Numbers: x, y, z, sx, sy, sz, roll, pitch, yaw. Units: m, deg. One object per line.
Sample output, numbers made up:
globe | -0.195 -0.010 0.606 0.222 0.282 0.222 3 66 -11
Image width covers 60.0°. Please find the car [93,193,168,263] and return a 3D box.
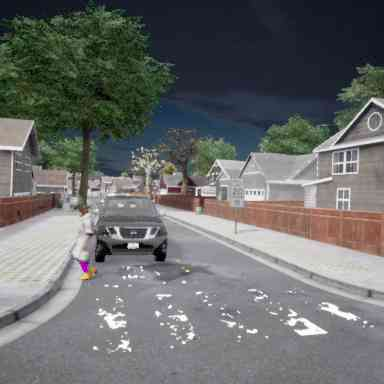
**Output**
car | -2.297 1.157 12.047 2.150 2.045 5.566 2 0 -14

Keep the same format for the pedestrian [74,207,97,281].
pedestrian | -2.575 1.194 8.080 0.375 1.860 0.375 1 1 -14

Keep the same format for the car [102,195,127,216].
car | -7.488 1.224 31.815 2.097 1.767 4.553 2 0 -16

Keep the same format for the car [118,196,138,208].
car | -9.255 1.367 47.785 2.128 1.511 4.902 2 0 -18

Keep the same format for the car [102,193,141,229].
car | -4.833 1.133 22.096 2.150 2.045 5.566 2 0 -15

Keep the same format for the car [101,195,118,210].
car | -10.477 1.292 42.097 1.882 1.535 5.008 2 0 -17
